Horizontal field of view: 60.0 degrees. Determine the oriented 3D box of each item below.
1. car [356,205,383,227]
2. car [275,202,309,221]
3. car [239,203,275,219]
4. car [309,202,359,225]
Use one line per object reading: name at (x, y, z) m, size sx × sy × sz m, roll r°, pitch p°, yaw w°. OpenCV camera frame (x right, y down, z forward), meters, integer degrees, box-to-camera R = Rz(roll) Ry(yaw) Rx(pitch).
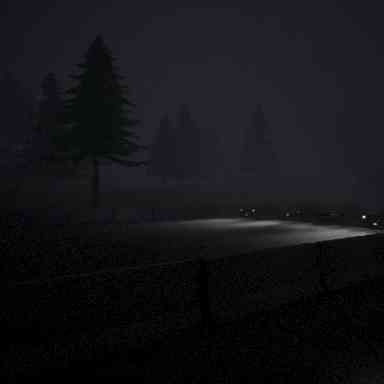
car at (13.219, 1.678, 22.012) m, size 4.718 × 1.301 × 1.895 m, roll 0°, pitch 0°, yaw -35°
car at (9.665, 1.567, 28.073) m, size 4.902 × 1.511 × 2.128 m, roll 0°, pitch 0°, yaw -35°
car at (6.549, 1.679, 30.152) m, size 4.718 × 1.301 × 1.895 m, roll 0°, pitch 0°, yaw -35°
car at (11.293, 1.554, 24.935) m, size 5.008 × 1.535 × 1.882 m, roll 0°, pitch 0°, yaw -35°
